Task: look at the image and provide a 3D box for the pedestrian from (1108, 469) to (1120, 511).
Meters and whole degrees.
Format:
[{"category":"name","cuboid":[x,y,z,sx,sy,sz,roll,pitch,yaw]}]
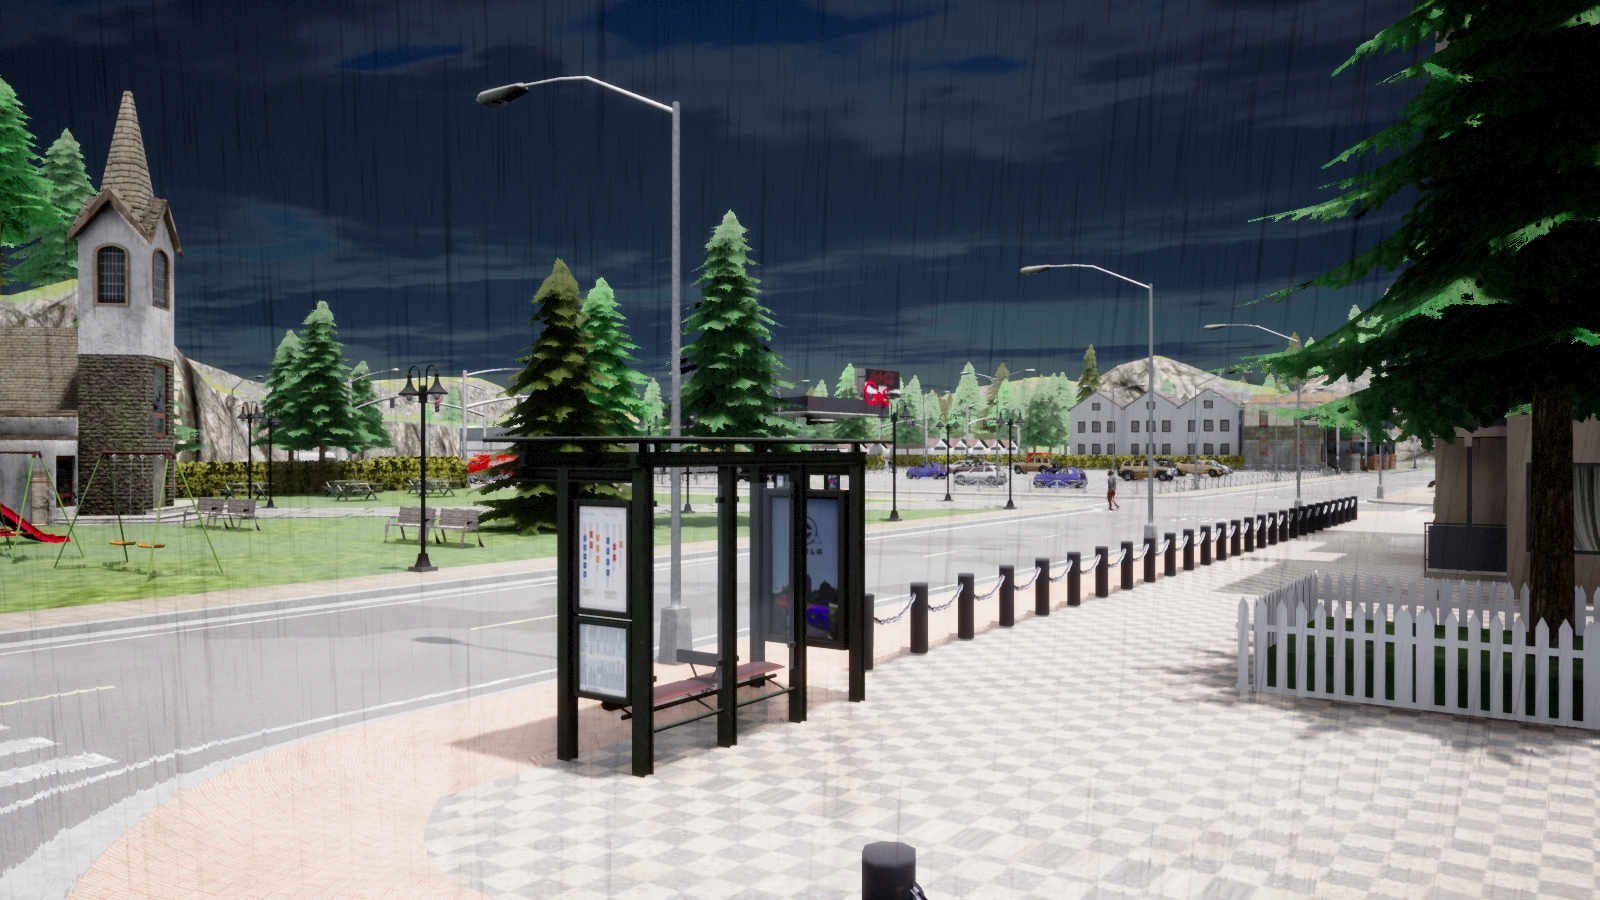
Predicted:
[{"category":"pedestrian","cuboid":[14.241,1.817,51.809,0.375,1.860,0.375,0,0,43]}]
